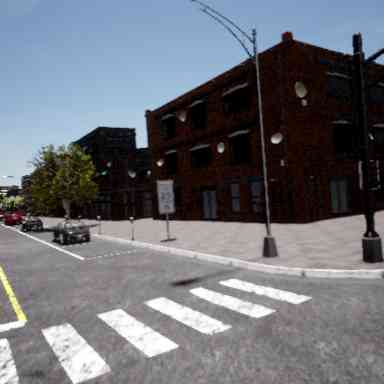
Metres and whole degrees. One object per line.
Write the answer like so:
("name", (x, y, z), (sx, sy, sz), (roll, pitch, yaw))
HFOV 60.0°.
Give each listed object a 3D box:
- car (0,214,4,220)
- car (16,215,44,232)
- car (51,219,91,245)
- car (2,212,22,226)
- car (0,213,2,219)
("car", (-47.217, 6.174, 81.229), (1.947, 1.339, 4.313), (-5, 0, -33))
("car", (-16.532, 3.270, 34.378), (2.008, 1.369, 4.403), (-5, 0, -33))
("car", (-7.753, 2.444, 21.185), (2.008, 1.369, 4.403), (-5, 0, -33))
("car", (-26.048, 3.929, 48.859), (2.192, 1.841, 5.009), (-5, 0, -33))
("car", (-41.186, 5.354, 71.981), (2.192, 1.841, 5.009), (-5, 0, -33))
